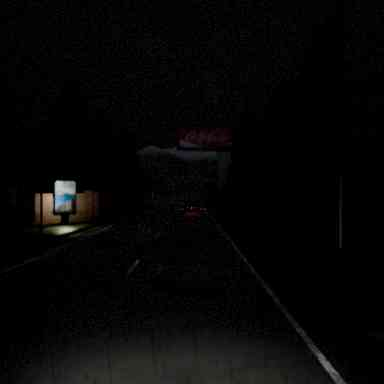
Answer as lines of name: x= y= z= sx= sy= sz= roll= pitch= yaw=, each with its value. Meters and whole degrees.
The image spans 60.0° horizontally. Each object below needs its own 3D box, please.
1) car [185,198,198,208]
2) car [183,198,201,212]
car: x=-0.027 y=1.539 z=49.073 sx=1.895 sy=1.301 sz=4.718 roll=0 pitch=0 yaw=0
car: x=-0.025 y=1.457 z=38.093 sx=1.837 sy=1.490 sz=4.892 roll=0 pitch=0 yaw=0
